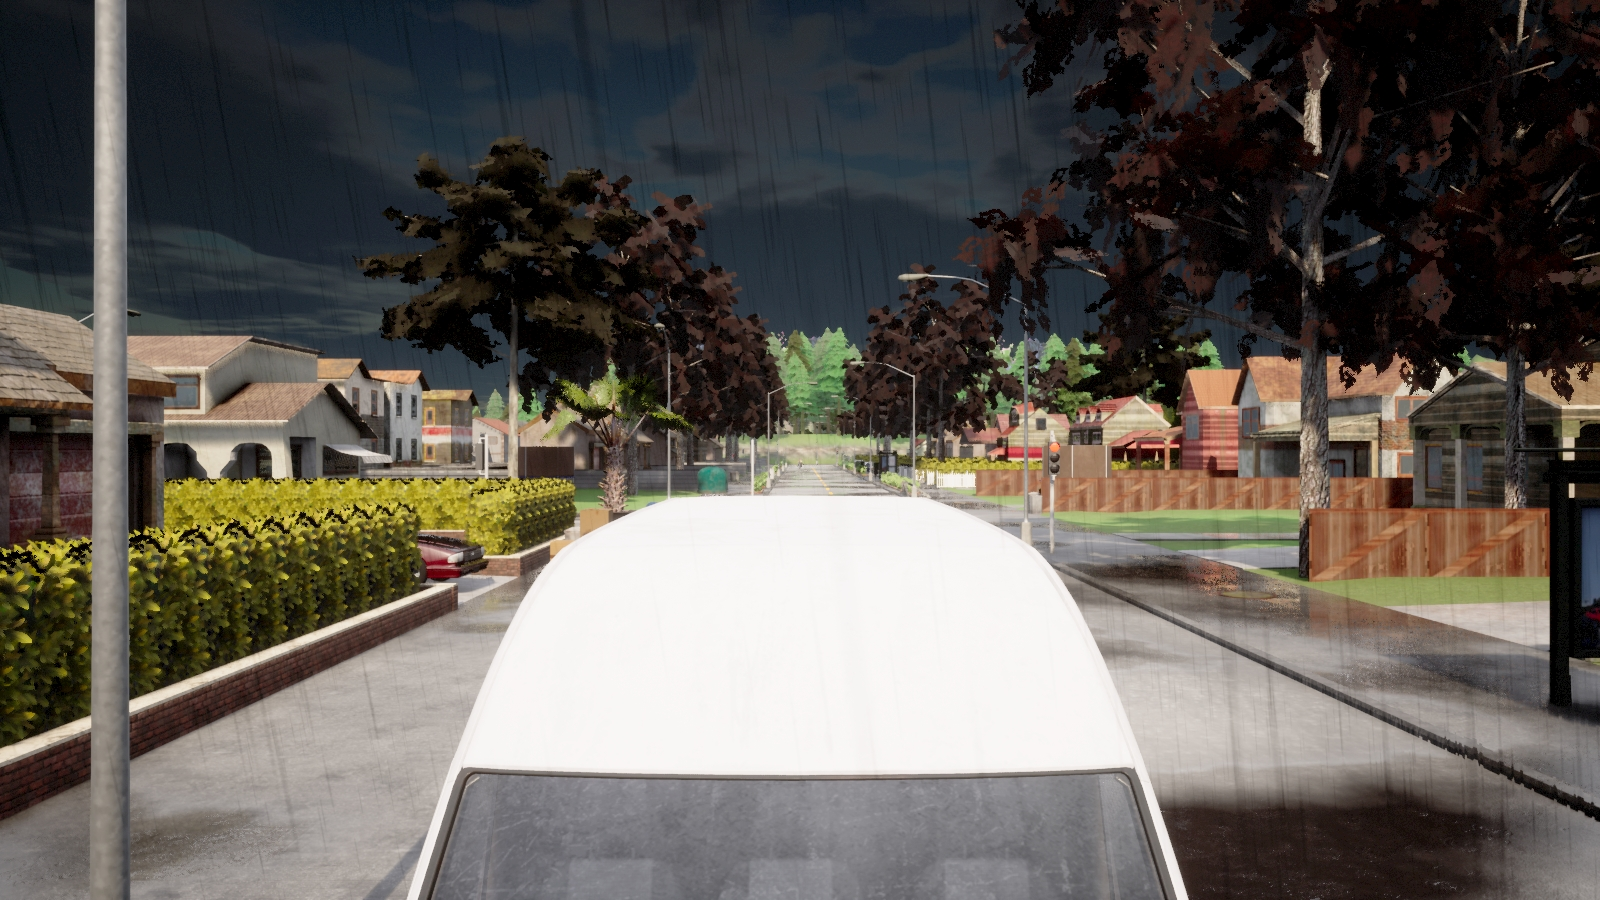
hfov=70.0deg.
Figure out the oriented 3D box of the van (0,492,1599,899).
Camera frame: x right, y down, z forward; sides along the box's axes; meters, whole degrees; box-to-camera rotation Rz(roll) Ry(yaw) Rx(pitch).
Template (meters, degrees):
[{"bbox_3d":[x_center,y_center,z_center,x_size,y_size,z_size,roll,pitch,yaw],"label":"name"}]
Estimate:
[{"bbox_3d":[0.002,1.537,4.030,1.988,2.561,5.915,0,0,0],"label":"van"}]
